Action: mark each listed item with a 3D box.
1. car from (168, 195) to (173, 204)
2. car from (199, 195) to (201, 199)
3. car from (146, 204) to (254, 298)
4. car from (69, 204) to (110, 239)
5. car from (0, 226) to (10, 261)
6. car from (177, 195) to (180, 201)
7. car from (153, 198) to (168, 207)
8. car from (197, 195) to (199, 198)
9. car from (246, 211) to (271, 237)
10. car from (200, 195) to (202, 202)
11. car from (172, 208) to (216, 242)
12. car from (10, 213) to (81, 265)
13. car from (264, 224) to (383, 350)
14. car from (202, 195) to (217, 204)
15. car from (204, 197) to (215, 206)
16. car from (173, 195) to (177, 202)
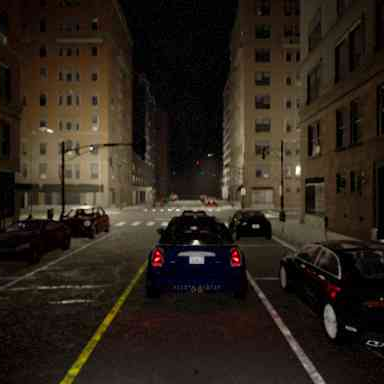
[{"bbox_3d":[-5.378,1.767,65.169,2.008,1.369,4.403,0,0,0],"label":"car"},{"bbox_3d":[3.205,1.711,75.944,1.967,1.590,4.097,0,0,0],"label":"car"},{"bbox_3d":[0.109,1.374,8.710,2.097,1.767,4.553,0,0,0],"label":"car"},{"bbox_3d":[-5.609,1.483,17.251,1.967,1.590,4.097,0,0,0],"label":"car"},{"bbox_3d":[-5.649,1.581,6.247,1.947,1.339,4.313,0,0,0],"label":"car"},{"bbox_3d":[-5.232,1.683,92.213,2.192,1.841,5.009,0,0,0],"label":"car"},{"bbox_3d":[-5.438,1.751,54.352,1.802,1.307,4.206,0,0,0],"label":"car"},{"bbox_3d":[3.293,1.683,92.171,2.192,1.841,5.009,0,0,0],"label":"car"},{"bbox_3d":[2.917,1.609,17.219,1.947,1.339,4.313,0,0,0],"label":"car"},{"bbox_3d":[3.146,1.767,65.126,2.008,1.369,4.403,0,0,0],"label":"car"},{"bbox_3d":[0.106,1.607,17.292,1.994,1.385,4.181,0,0,1],"label":"car"},{"bbox_3d":[-5.629,1.611,11.749,1.802,1.307,4.206,0,0,0],"label":"car"},{"bbox_3d":[2.876,1.566,6.216,2.008,1.369,4.403,0,0,0],"label":"car"},{"bbox_3d":[3.086,1.610,54.309,1.967,1.590,4.097,0,0,0],"label":"car"},{"bbox_3d":[3.117,1.718,59.887,1.752,1.417,4.829,0,0,0],"label":"car"},{"bbox_3d":[-5.291,1.825,81.225,1.752,1.417,4.829,0,0,0],"label":"car"}]
